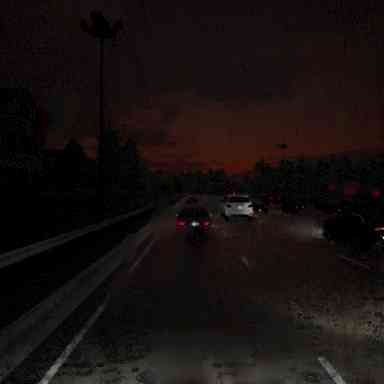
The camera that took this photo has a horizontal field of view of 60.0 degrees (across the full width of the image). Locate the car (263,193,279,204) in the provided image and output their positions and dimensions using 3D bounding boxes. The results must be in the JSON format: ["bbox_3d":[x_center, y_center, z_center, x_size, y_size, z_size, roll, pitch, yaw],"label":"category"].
[{"bbox_3d":[14.110,1.224,59.440,2.150,2.045,5.566,0,0,0],"label":"car"}]

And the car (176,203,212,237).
[{"bbox_3d":[0.102,1.548,18.049,2.033,1.411,5.357,0,0,0],"label":"car"}]

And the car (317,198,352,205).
[{"bbox_3d":[14.107,1.527,34.077,1.812,1.442,4.674,0,0,0],"label":"car"}]

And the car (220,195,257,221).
[{"bbox_3d":[3.606,1.223,27.655,2.150,2.045,5.566,0,0,0],"label":"car"}]

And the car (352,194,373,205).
[{"bbox_3d":[22.928,1.216,46.040,3.866,1.878,1.905,0,0,0],"label":"car"}]

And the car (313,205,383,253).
[{"bbox_3d":[7.103,1.493,13.762,2.128,1.511,4.902,0,0,0],"label":"car"}]

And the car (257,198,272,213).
[{"bbox_3d":[7.106,1.603,36.995,1.895,1.301,4.718,0,0,0],"label":"car"}]

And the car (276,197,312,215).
[{"bbox_3d":[10.602,1.549,34.133,2.033,1.411,5.357,0,0,0],"label":"car"}]

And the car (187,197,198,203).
[{"bbox_3d":[0.109,1.566,63.726,1.994,1.385,4.181,0,0,0],"label":"car"}]
